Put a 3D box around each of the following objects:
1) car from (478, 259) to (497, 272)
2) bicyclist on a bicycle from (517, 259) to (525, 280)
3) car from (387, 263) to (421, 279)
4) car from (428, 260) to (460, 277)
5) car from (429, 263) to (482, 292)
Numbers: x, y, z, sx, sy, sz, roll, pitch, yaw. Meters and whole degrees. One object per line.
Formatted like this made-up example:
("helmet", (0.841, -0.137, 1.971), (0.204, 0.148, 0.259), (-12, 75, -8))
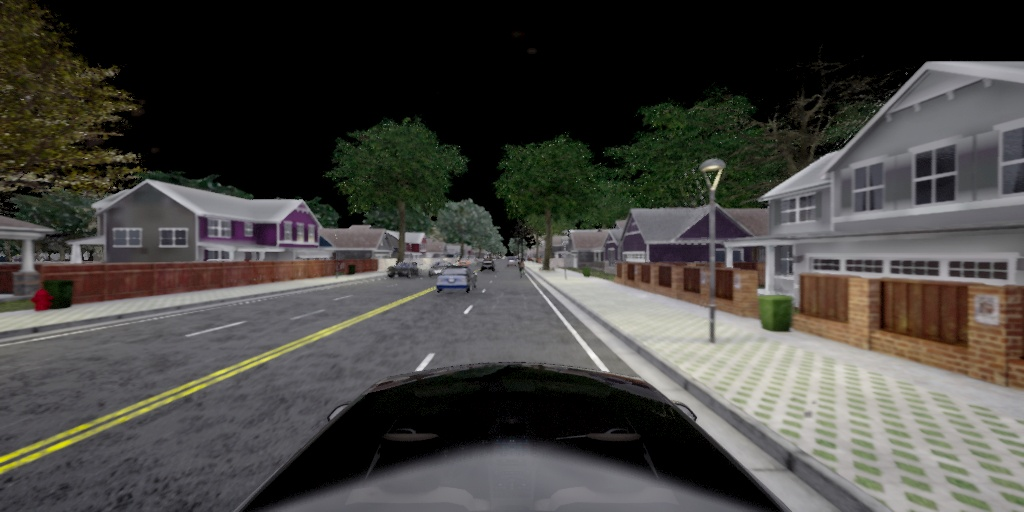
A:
("car", (-3.165, 1.302, 48.531), (1.837, 1.490, 4.892), (0, 0, 0))
("bicyclist on a bicycle", (0.883, 1.230, 30.962), (0.582, 1.620, 1.656), (0, 0, 0))
("car", (-9.855, 1.326, 33.254), (2.033, 1.411, 5.357), (0, 0, 0))
("car", (-6.602, 1.272, 33.972), (2.128, 1.511, 4.902), (0, 0, 0))
("car", (-3.156, 1.313, 21.186), (2.033, 1.411, 5.357), (0, 0, 0))
